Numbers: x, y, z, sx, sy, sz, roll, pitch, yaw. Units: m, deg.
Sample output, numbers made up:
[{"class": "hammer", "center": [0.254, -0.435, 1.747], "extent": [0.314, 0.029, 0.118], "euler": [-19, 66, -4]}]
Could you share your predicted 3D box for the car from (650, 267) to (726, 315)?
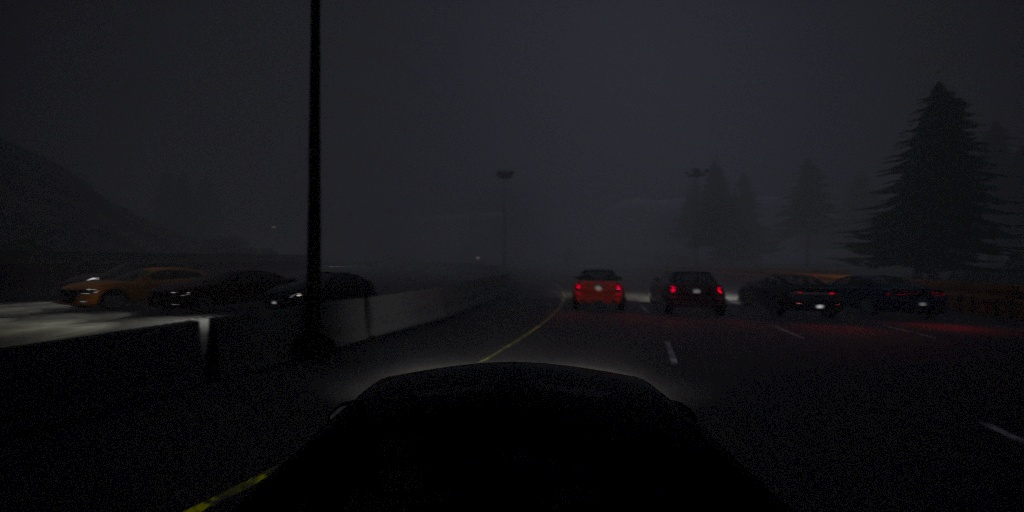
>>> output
[{"class": "car", "center": [7.217, 1.327, 15.181], "extent": [2.097, 1.767, 4.553], "euler": [0, -1, 13]}]

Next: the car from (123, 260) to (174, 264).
[{"class": "car", "center": [-17.709, 1.078, 16.940], "extent": [2.097, 1.767, 4.553], "euler": [0, -1, 16]}]

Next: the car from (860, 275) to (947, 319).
[{"class": "car", "center": [14.426, 1.493, 14.546], "extent": [1.882, 1.535, 5.008], "euler": [0, 0, 13]}]

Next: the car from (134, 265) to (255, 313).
[{"class": "car", "center": [-11.170, 1.244, 14.354], "extent": [1.882, 1.535, 5.008], "euler": [1, -1, 17]}]

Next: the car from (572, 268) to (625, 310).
[{"class": "car", "center": [3.896, 1.314, 16.340], "extent": [2.097, 1.767, 4.553], "euler": [0, -1, 13]}]

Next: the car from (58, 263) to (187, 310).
[{"class": "car", "center": [-14.707, 1.205, 14.768], "extent": [1.882, 1.535, 5.008], "euler": [1, -1, 18]}]

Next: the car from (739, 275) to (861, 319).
[{"class": "car", "center": [10.782, 1.483, 14.275], "extent": [2.128, 1.511, 4.902], "euler": [0, 0, 13]}]

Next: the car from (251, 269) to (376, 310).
[{"class": "car", "center": [-7.483, 1.341, 14.491], "extent": [1.812, 1.442, 4.674], "euler": [1, -1, 16]}]
